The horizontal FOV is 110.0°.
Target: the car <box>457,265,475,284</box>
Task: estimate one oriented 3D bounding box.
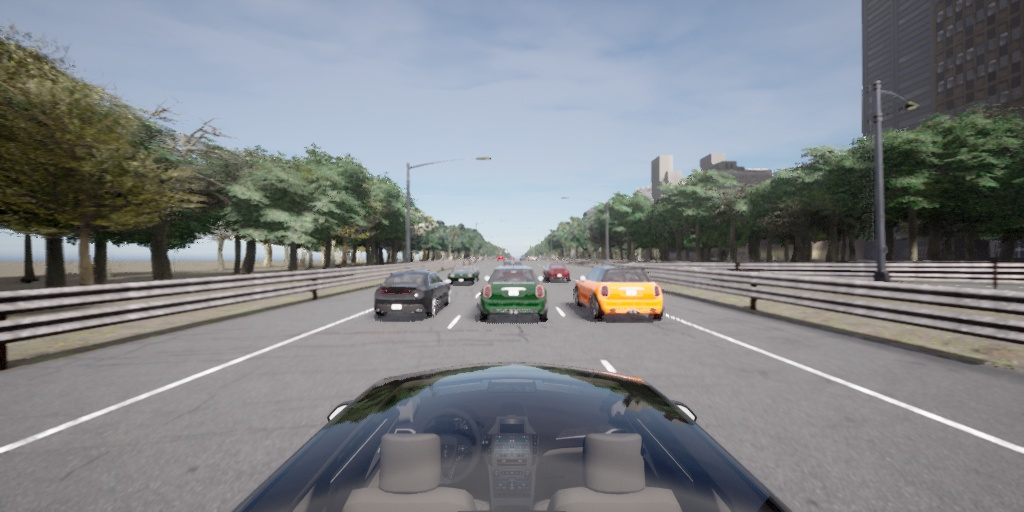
[{"bbox_3d":[-3.450,1.356,26.630,1.895,1.301,4.718,0,0,0],"label":"car"}]

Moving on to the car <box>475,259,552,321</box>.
[{"bbox_3d":[0.062,1.113,12.714,2.097,1.767,4.553,0,0,0],"label":"car"}]

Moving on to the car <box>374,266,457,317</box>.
[{"bbox_3d":[-3.434,1.267,13.132,1.837,1.490,4.892,0,0,0],"label":"car"}]

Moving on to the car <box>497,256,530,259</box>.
[{"bbox_3d":[0.057,1.103,27.768,2.097,1.767,4.553,0,0,0],"label":"car"}]

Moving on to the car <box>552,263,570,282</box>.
[{"bbox_3d":[3.563,1.273,29.076,1.812,1.442,4.674,0,0,0],"label":"car"}]

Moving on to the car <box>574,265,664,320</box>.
[{"bbox_3d":[3.563,1.113,12.780,2.097,1.767,4.553,0,0,0],"label":"car"}]
